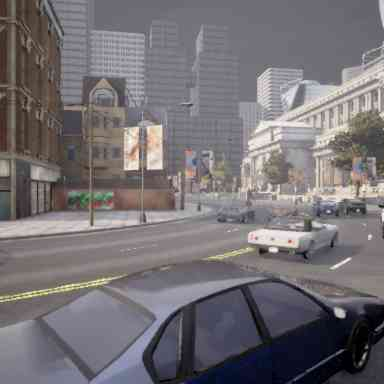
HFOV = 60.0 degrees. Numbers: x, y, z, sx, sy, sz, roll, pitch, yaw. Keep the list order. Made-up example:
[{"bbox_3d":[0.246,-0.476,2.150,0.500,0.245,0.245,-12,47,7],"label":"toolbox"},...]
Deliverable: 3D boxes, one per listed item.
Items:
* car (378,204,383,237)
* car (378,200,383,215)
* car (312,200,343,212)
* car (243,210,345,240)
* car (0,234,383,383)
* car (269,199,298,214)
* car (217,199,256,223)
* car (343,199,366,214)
[{"bbox_3d":[11.078,1.215,17.248,2.150,2.045,5.566,0,0,28],"label":"car"},{"bbox_3d":[19.098,1.507,30.595,2.002,1.452,4.674,0,0,11],"label":"car"},{"bbox_3d":[12.401,1.508,31.104,1.812,1.442,4.674,0,0,13],"label":"car"},{"bbox_3d":[4.053,1.593,12.610,1.895,1.301,4.718,0,0,39],"label":"car"},{"bbox_3d":[0.255,1.545,3.759,5.357,1.411,2.033,0,0,-39],"label":"car"},{"bbox_3d":[6.717,1.227,24.195,1.812,1.442,4.674,0,0,22],"label":"car"},{"bbox_3d":[3.489,1.386,25.547,2.097,1.767,4.553,0,0,22],"label":"car"},{"bbox_3d":[16.415,1.488,34.482,1.837,1.490,4.892,0,0,9],"label":"car"}]
